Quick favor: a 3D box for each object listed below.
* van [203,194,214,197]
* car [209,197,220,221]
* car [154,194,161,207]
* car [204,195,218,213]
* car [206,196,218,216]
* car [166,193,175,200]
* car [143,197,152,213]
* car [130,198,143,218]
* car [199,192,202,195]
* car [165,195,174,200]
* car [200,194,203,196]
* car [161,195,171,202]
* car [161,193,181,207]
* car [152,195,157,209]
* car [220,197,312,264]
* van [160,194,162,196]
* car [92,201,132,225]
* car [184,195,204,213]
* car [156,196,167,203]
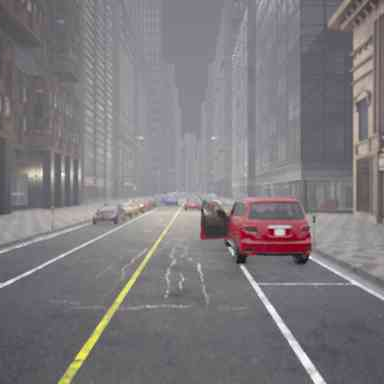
[{"bbox_3d":[2.768,1.222,46.065,1.690,1.788,3.998,0,0,0],"label":"van"},{"bbox_3d":[2.767,1.448,29.429,1.752,1.417,4.829,0,0,0],"label":"car"},{"bbox_3d":[-5.758,1.425,46.057,1.887,1.381,4.507,0,0,0],"label":"car"},{"bbox_3d":[2.767,1.440,40.463,1.887,1.381,4.507,0,0,0],"label":"car"},{"bbox_3d":[2.767,1.454,34.862,1.887,1.381,4.507,0,0,0],"label":"car"},{"bbox_3d":[-5.755,1.084,90.870,2.192,1.841,5.009,0,0,0],"label":"car"},{"bbox_3d":[-5.758,1.349,34.853,1.967,1.590,4.097,0,0,0],"label":"car"},{"bbox_3d":[-5.758,1.449,29.081,1.752,1.417,4.829,0,0,0],"label":"car"},{"bbox_3d":[2.769,1.278,62.872,1.967,1.590,4.097,0,0,0],"label":"car"},{"bbox_3d":[-5.756,1.348,85.269,1.947,1.339,4.313,0,0,0],"label":"car"},{"bbox_3d":[2.768,1.397,57.270,1.887,1.381,4.507,0,0,0],"label":"car"},{"bbox_3d":[-5.757,1.376,74.066,1.947,1.339,4.313,0,0,0],"label":"car"},{"bbox_3d":[-3.010,1.351,49.024,1.882,1.535,5.008,0,0,0],"label":"car"},{"bbox_3d":[-5.758,1.440,40.455,1.887,1.381,4.507,0,0,0],"label":"car"},{"bbox_3d":[2.395,1.189,11.764,2.150,2.045,5.566,0,0,0],"label":"car"},{"bbox_3d":[-5.757,1.193,57.260,1.690,1.788,3.998,0,0,0],"label":"van"},{"bbox_3d":[-5.759,1.520,23.650,1.802,1.307,4.206,0,0,0],"label":"car"},{"bbox_3d":[0.080,1.458,40.827,1.994,1.385,4.181,0,0,0],"label":"car"},{"bbox_3d":[-5.757,1.420,62.862,1.802,1.307,4.206,0,0,0],"label":"car"}]
